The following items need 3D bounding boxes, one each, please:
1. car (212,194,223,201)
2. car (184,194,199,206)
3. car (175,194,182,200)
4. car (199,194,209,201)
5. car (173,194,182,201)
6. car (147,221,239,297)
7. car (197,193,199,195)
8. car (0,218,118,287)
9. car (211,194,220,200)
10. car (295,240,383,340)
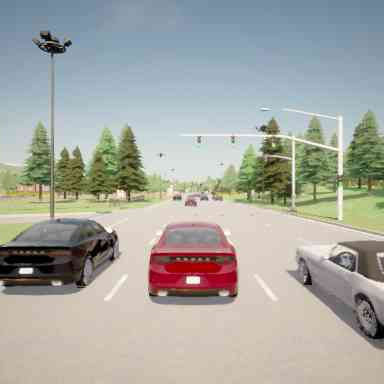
[{"bbox_3d":[6.709,1.517,83.867,2.128,1.511,4.902,0,0,0],"label":"car"},{"bbox_3d":[-0.184,1.525,53.230,1.812,1.442,4.674,0,0,0],"label":"car"},{"bbox_3d":[-3.827,1.310,94.250,1.882,1.535,5.008,0,0,0],"label":"car"},{"bbox_3d":[3.208,1.516,84.272,1.812,1.442,4.674,0,0,0],"label":"car"},{"bbox_3d":[-3.791,1.469,83.831,1.882,1.535,5.008,0,0,0],"label":"car"},{"bbox_3d":[0.033,1.478,8.628,1.882,1.535,5.008,0,0,0],"label":"car"},{"bbox_3d":[3.173,1.357,94.275,2.128,1.511,4.902,0,0,0],"label":"car"},{"bbox_3d":[-3.429,1.477,9.350,1.882,1.535,5.008,0,0,0],"label":"car"},{"bbox_3d":[6.673,1.372,94.287,2.033,1.411,5.357,0,0,0],"label":"car"},{"bbox_3d":[3.581,1.601,6.489,1.895,1.301,4.718,0,0,0],"label":"car"}]
